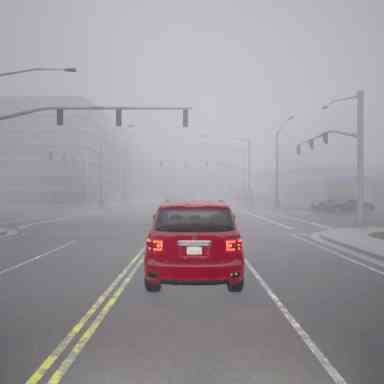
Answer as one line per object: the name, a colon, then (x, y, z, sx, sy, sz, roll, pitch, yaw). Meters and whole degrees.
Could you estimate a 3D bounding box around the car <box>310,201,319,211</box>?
car: (16.090, 1.347, 38.609, 4.553, 1.767, 2.097, 0, 0, 0)

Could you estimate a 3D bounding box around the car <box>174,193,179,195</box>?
car: (-3.677, 1.347, 54.967, 2.097, 1.767, 4.553, 0, 0, 0)

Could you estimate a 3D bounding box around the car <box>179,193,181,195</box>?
car: (-3.622, 1.543, 69.527, 1.994, 1.385, 4.181, 0, 0, 0)

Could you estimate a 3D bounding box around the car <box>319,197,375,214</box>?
car: (16.550, 1.473, 35.102, 5.008, 1.535, 1.882, 0, 0, 0)

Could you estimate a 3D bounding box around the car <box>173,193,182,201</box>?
car: (-3.649, 1.213, 84.482, 2.150, 2.045, 5.566, 0, 0, 0)

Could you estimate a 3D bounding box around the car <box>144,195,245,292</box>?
car: (0.056, 1.220, 9.064, 2.150, 2.045, 5.566, 0, 0, 0)
